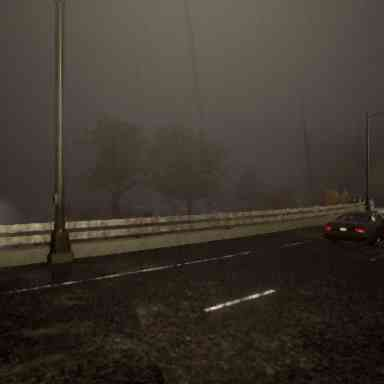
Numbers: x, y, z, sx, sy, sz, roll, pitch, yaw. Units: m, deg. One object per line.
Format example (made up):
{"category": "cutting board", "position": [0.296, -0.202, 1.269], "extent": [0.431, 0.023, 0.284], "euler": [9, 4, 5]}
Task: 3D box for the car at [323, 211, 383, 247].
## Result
{"category": "car", "position": [7.922, 1.561, 15.180], "extent": [5.357, 1.411, 2.033], "euler": [0, 0, -44]}
